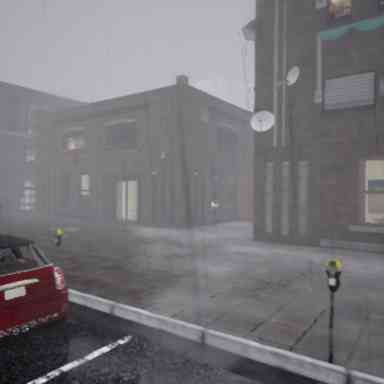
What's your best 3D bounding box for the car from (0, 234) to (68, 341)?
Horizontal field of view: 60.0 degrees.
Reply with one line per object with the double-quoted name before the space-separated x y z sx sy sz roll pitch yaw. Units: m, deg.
"car" -4.037 1.430 5.768 4.097 1.590 1.967 0 1 36
